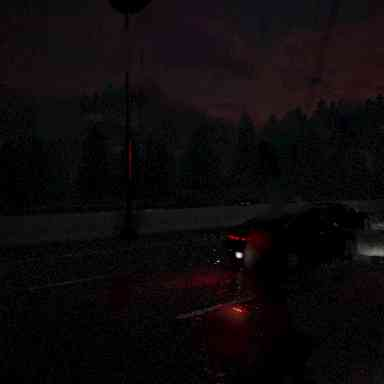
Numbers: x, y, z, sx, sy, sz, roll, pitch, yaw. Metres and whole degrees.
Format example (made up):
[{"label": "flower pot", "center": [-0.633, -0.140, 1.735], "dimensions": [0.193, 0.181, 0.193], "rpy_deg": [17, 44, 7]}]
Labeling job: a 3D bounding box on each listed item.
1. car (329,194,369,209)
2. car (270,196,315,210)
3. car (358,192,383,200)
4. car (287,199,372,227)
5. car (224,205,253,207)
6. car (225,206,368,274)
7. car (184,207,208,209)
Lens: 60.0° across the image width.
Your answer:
[{"label": "car", "center": [18.173, 1.078, 38.394], "dimensions": [5.008, 1.535, 1.882], "rpy_deg": [-1, 0, -35]}, {"label": "car", "center": [11.535, 1.206, 37.965], "dimensions": [5.357, 1.411, 2.033], "rpy_deg": [-1, 0, -35]}, {"label": "car", "center": [33.338, 0.781, 62.046], "dimensions": [5.357, 1.411, 2.033], "rpy_deg": [-1, 0, -36]}, {"label": "car", "center": [7.537, 1.301, 17.717], "dimensions": [5.008, 1.535, 1.882], "rpy_deg": [-1, 0, -36]}, {"label": "car", "center": [5.445, 1.203, 37.939], "dimensions": [4.902, 1.511, 2.128], "rpy_deg": [0, 0, -35]}, {"label": "car", "center": [3.226, 1.412, 10.347], "dimensions": [4.892, 1.490, 1.837], "rpy_deg": [-1, 1, -35]}, {"label": "car", "center": [-0.054, 1.317, 38.322], "dimensions": [4.181, 1.385, 1.994], "rpy_deg": [-1, 0, -35]}]
